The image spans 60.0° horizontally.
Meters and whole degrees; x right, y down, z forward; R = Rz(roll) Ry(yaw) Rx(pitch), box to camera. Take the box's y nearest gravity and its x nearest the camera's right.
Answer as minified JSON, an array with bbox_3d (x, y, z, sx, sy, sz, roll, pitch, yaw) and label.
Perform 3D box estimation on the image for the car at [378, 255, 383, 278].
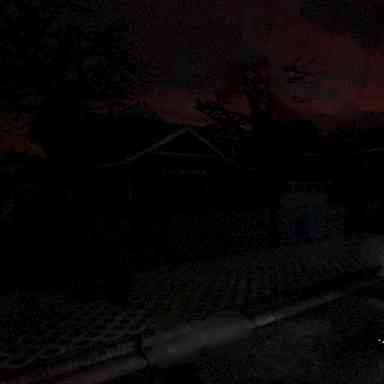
[{"bbox_3d":[6.159,1.457,7.365,4.718,1.301,1.895,-1,1,-35],"label":"car"}]
